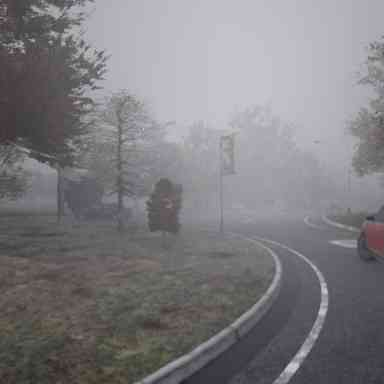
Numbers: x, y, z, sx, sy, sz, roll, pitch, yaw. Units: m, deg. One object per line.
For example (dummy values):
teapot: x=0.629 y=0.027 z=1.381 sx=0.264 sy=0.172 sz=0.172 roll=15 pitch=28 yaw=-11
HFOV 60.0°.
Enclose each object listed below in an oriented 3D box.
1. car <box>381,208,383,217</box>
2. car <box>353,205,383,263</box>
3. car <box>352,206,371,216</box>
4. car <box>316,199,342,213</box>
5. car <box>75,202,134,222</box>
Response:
car: x=37.965 y=3.979 z=63.426 sx=2.128 sy=1.511 sz=4.902 roll=-1 pitch=-5 yaw=43
car: x=6.141 y=1.201 z=8.822 sx=2.150 sy=2.045 sz=5.566 roll=-1 pitch=0 yaw=15
car: x=31.387 y=3.496 z=61.506 sx=1.882 sy=1.535 sz=5.008 roll=-1 pitch=-5 yaw=43
car: x=20.653 y=2.048 z=50.101 sx=2.150 sy=2.045 sz=5.566 roll=-1 pitch=-4 yaw=43
car: x=-7.390 y=1.636 z=28.034 sx=5.008 sy=1.535 sz=1.882 roll=0 pitch=0 yaw=11
